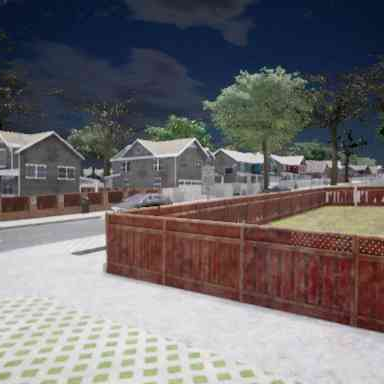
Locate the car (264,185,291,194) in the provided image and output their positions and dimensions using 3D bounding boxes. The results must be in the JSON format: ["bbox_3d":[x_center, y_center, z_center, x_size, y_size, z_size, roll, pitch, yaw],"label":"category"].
[{"bbox_3d":[10.927,-0.119,42.110,2.033,1.411,5.357,0,3,36],"label":"car"}]

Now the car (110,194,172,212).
[{"bbox_3d":[-3.344,0.884,22.495,2.128,1.511,4.902,0,2,36],"label":"car"}]
